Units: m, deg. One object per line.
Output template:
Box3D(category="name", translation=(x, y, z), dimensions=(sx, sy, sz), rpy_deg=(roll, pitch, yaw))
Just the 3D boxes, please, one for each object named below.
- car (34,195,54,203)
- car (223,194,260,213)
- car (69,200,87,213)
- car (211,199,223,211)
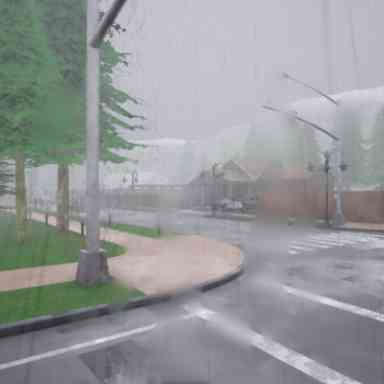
Box3D(category="car", translation=(-22.011, 1.236, 49.421), dimensions=(1.812, 1.442, 4.674), rpy_deg=(0, 0, -43))
Box3D(category="car", translation=(5.869, 1.172, 34.483), dimensions=(4.605, 1.855, 1.932), rpy_deg=(0, 0, -37))
Box3D(category="car", translation=(-11.952, 1.540, 36.734), dimensions=(2.033, 1.411, 5.357), rpy_deg=(0, 0, -37))
Box3D(category="car", translation=(4.051, 1.174, 36.263), dimensions=(3.866, 1.878, 1.905), rpy_deg=(0, 0, -37))
